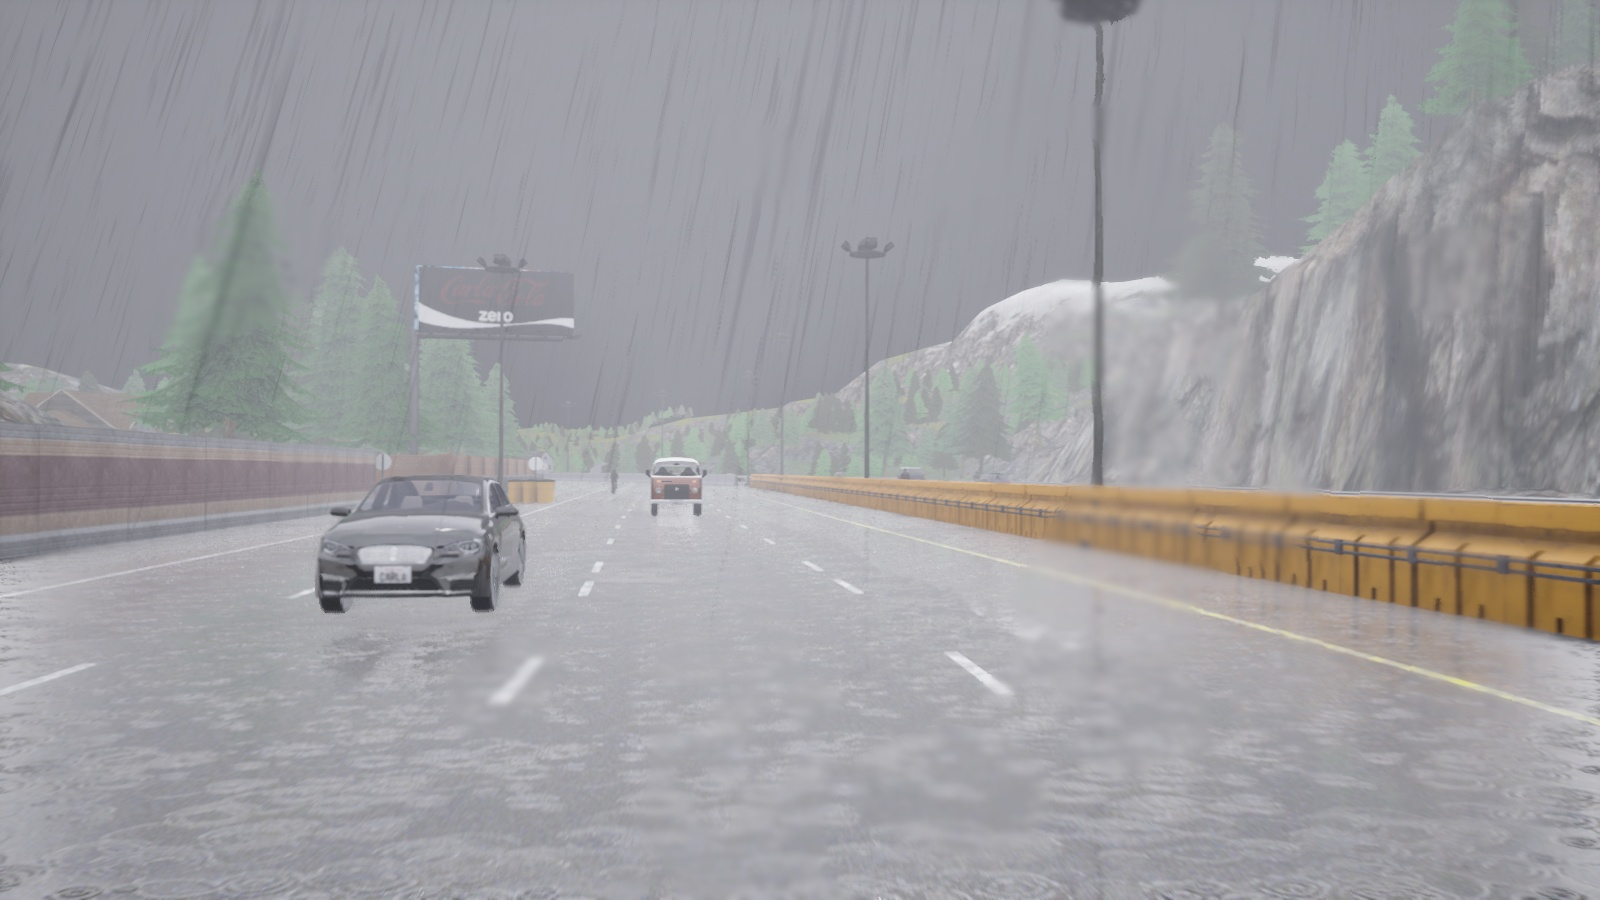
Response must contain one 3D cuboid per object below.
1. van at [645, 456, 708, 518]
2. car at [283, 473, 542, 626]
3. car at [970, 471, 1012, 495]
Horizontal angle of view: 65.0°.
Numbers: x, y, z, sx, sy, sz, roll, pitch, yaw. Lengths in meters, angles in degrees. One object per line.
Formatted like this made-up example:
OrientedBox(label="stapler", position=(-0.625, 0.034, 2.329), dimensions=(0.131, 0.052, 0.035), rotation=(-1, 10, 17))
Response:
OrientedBox(label="van", position=(-4.358, 1.299, 44.034), dimensions=(2.069, 2.038, 4.480), rotation=(0, -2, -6))
OrientedBox(label="car", position=(-4.410, 1.044, 15.143), dimensions=(2.128, 1.511, 4.902), rotation=(0, -1, -7))
OrientedBox(label="car", position=(12.543, 2.155, 82.477), dimensions=(1.845, 1.501, 3.633), rotation=(0, -1, -6))
